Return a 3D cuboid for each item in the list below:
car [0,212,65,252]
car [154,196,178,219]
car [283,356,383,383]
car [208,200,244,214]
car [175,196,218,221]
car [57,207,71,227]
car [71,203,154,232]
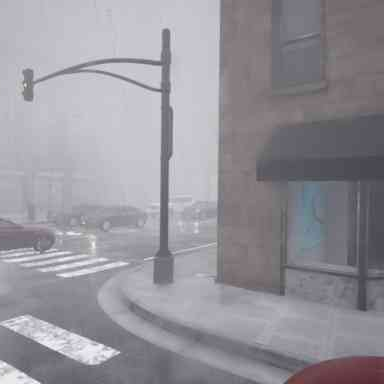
[{"bbox_3d":[-7.390,1.591,12.200,1.812,1.442,4.674,0,-1,36],"label":"car"},{"bbox_3d":[-1.751,1.371,31.636,2.150,2.045,5.566,1,0,35],"label":"car"},{"bbox_3d":[2.434,1.545,1.217,4.507,1.381,1.887,0,1,35],"label":"car"},{"bbox_3d":[4.221,1.730,39.995,2.128,1.511,4.902,1,0,36],"label":"car"},{"bbox_3d":[0.943,1.549,29.810,2.097,1.767,4.553,1,0,36],"label":"car"},{"bbox_3d":[-7.612,1.567,23.409,1.837,1.490,4.892,1,0,35],"label":"car"},{"bbox_3d":[-4.961,1.615,21.529,1.837,1.490,4.892,1,0,35],"label":"car"}]
